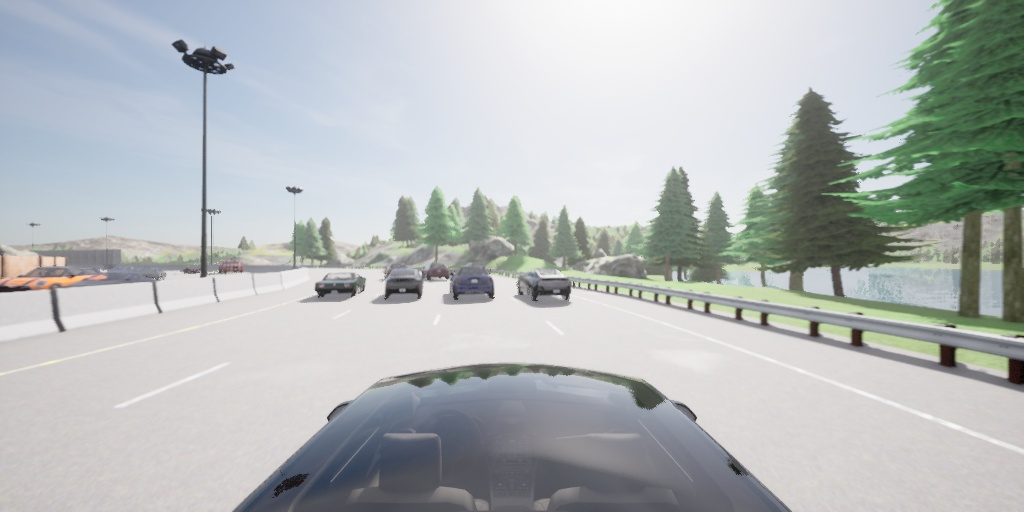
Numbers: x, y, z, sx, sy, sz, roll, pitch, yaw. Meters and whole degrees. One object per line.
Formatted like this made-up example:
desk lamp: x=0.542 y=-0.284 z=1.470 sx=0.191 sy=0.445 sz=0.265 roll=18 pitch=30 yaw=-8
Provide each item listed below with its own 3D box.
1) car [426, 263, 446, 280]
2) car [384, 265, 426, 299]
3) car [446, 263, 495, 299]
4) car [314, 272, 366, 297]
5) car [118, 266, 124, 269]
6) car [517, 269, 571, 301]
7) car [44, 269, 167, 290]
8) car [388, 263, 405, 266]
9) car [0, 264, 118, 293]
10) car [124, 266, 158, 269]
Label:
car: x=-7.843 y=1.463 z=36.182 sx=2.097 sy=1.767 sz=4.553 roll=0 pitch=-1 yaw=-24
car: x=-5.886 y=1.449 z=19.832 sx=1.837 sy=1.490 sz=4.892 roll=0 pitch=-1 yaw=-13
car: x=-2.303 y=1.286 z=19.664 sx=2.097 sy=1.767 sz=4.553 roll=0 pitch=-1 yaw=-12
car: x=-9.556 y=1.561 z=20.385 sx=1.895 sy=1.301 sz=4.718 roll=0 pitch=-1 yaw=-14
car: x=-42.637 y=1.782 z=39.384 sx=2.033 sy=1.411 sz=5.357 roll=0 pitch=-1 yaw=-37
car: x=1.528 y=1.404 z=18.522 sx=2.128 sy=1.511 sz=4.902 roll=0 pitch=-1 yaw=-11
car: x=-20.014 y=1.528 z=18.012 sx=1.994 sy=1.385 sz=4.181 roll=0 pitch=-1 yaw=-15
car: x=-11.756 y=1.476 z=36.366 sx=2.097 sy=1.767 sz=4.553 roll=0 pitch=-1 yaw=-25
car: x=-23.822 y=1.333 z=18.725 sx=2.097 sy=1.767 sz=4.553 roll=0 pitch=-1 yaw=-17
car: x=-34.593 y=1.725 z=34.135 sx=1.994 sy=1.385 sz=4.181 roll=0 pitch=-1 yaw=-34
